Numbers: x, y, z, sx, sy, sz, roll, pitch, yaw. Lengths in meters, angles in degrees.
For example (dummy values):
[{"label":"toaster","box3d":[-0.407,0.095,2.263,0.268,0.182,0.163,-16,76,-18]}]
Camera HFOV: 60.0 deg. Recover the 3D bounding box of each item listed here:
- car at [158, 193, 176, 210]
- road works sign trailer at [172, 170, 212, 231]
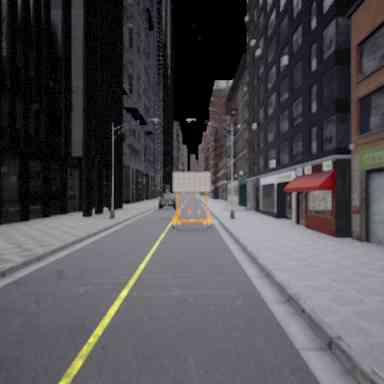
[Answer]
[{"label":"car","box3d":[-3.080,1.184,43.310,2.150,2.045,5.566,0,0,0]},{"label":"road works sign trailer","box3d":[0.002,0.443,20.345,2.380,3.560,2.880,0,0,0]}]
